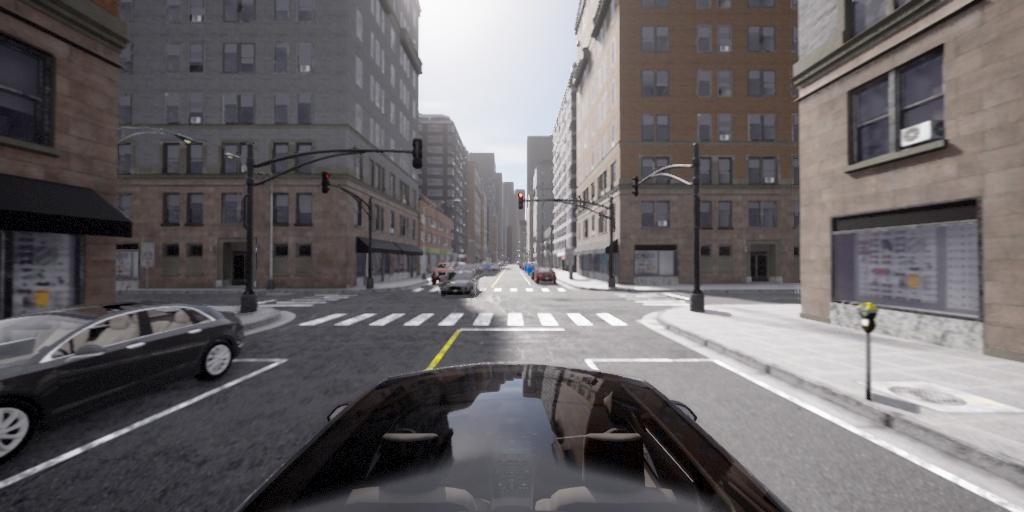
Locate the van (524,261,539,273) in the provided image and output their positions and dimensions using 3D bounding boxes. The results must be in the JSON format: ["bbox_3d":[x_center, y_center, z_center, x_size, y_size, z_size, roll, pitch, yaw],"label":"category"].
[{"bbox_3d":[2.870,1.697,47.962,1.690,1.789,3.998,0,0,0],"label":"van"}]

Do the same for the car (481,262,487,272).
[{"bbox_3d":[-5.652,1.941,58.967,1.967,1.591,4.097,0,0,0],"label":"car"}]

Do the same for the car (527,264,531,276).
[{"bbox_3d":[2.867,1.777,36.960,1.948,1.339,4.313,0,0,0],"label":"car"}]

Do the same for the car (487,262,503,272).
[{"bbox_3d":[-2.984,2.089,60.949,1.994,1.385,4.181,0,-1,0],"label":"car"}]

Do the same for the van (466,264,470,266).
[{"bbox_3d":[-5.658,1.552,36.963,1.690,1.789,3.998,0,0,0],"label":"van"}]

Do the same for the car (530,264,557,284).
[{"bbox_3d":[2.866,1.684,31.459,1.888,1.381,4.507,0,0,0],"label":"car"}]

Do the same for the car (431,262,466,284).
[{"bbox_3d":[-5.660,1.453,31.462,2.192,1.841,5.009,0,0,0],"label":"car"}]

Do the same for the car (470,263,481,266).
[{"bbox_3d":[-5.656,1.796,47.965,1.967,1.591,4.097,0,0,0],"label":"car"}]

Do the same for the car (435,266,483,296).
[{"bbox_3d":[-2.997,1.582,21.342,1.837,1.490,4.892,0,0,0],"label":"car"}]

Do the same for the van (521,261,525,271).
[{"bbox_3d":[2.873,1.842,58.964,1.690,1.789,3.998,0,0,0],"label":"van"}]

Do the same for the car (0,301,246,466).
[{"bbox_3d":[-5.667,1.339,4.691,2.007,1.370,4.403,0,0,0],"label":"car"}]
